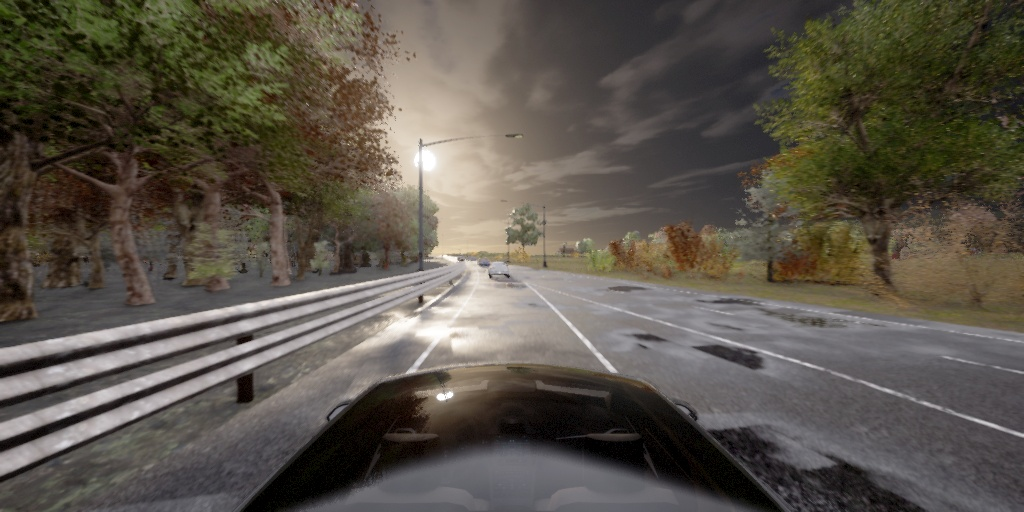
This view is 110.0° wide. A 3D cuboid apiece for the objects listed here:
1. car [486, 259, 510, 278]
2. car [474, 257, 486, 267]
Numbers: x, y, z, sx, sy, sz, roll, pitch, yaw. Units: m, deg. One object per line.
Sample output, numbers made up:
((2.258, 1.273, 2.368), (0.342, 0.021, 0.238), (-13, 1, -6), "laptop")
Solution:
((-1.326, 1.252, 34.319), (1.812, 1.442, 4.674), (0, 0, -5), "car")
((-5.035, 1.166, 63.839), (2.033, 1.411, 5.357), (0, 0, -11), "car")
